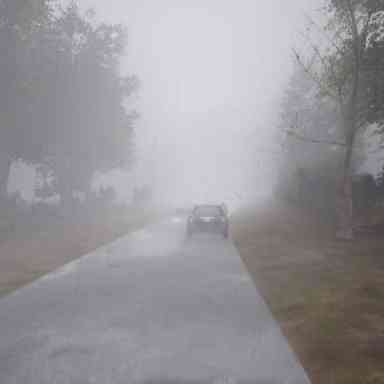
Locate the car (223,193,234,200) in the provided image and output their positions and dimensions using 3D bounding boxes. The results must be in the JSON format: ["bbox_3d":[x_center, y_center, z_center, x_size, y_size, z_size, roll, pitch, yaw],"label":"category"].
[{"bbox_3d":[8.146,1.019,73.277,1.882,1.535,5.008,1,2,16],"label":"car"}]

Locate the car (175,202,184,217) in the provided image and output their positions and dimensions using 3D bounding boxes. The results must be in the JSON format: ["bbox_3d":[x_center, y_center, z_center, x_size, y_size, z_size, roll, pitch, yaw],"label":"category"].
[{"bbox_3d":[-0.449,1.691,33.510,1.882,1.535,5.008,1,-1,8],"label":"car"}]

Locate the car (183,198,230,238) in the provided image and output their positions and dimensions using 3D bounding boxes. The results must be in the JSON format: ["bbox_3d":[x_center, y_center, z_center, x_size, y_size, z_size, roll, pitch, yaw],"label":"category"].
[{"bbox_3d":[0.908,1.423,18.405,2.097,1.767,4.553,0,0,4],"label":"car"}]

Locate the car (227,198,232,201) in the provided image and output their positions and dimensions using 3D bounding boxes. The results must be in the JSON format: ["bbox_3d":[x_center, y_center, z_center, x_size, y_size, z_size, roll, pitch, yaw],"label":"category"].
[{"bbox_3d":[2.879,1.770,36.107,2.128,1.511,4.902,0,-1,8],"label":"car"}]
